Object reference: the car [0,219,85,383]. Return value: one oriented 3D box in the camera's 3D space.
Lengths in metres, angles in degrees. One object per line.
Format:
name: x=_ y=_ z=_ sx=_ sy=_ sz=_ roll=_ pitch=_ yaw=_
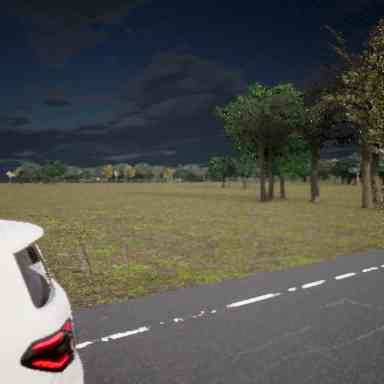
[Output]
car: x=-3.403 y=1.226 z=1.546 sx=5.566 sy=2.045 sz=2.150 roll=0 pitch=0 yaw=-35
